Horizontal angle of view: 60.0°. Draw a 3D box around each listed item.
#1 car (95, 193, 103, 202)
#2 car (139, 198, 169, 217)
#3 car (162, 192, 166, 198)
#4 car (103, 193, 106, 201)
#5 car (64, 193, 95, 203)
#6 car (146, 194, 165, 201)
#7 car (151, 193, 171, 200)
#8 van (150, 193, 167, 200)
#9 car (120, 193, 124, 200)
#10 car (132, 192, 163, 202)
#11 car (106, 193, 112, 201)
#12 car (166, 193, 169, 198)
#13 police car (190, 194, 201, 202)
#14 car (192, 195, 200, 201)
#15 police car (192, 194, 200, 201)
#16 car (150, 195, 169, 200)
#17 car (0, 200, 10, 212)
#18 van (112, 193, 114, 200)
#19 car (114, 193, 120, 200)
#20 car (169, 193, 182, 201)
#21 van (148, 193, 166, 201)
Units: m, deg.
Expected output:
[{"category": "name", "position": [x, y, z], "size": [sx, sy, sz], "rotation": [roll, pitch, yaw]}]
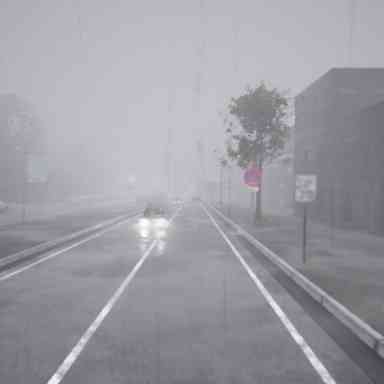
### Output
[{"category": "car", "position": [-21.931, 1.321, 69.525], "size": [5.008, 1.535, 2.097], "rotation": [0, 0, 0]}, {"category": "car", "position": [-3.348, 1.530, 30.484], "size": [1.895, 1.301, 4.718], "rotation": [0, 0, 0]}, {"category": "car", "position": [-8.875, 1.072, 69.513], "size": [5.566, 2.045, 2.435], "rotation": [0, 0, 0]}, {"category": "car", "position": [-21.927, 1.371, 72.311], "size": [4.674, 1.452, 2.002], "rotation": [0, 0, 0]}, {"category": "car", "position": [-21.924, 1.313, 63.956], "size": [5.008, 1.535, 2.097], "rotation": [0, 0, 0]}, {"category": "car", "position": [-8.814, 1.254, 80.723], "size": [4.553, 1.767, 2.185], "rotation": [0, 0, 0]}, {"category": "car", "position": [-8.888, 1.233, 94.742], "size": [5.566, 2.045, 2.435], "rotation": [0, 0, 0]}, {"category": "van", "position": [-8.969, 1.216, 89.135], "size": [4.442, 1.987, 1.878], "rotation": [0, 0, 0]}, {"category": "car", "position": [-21.747, 1.437, 89.017], "size": [5.366, 1.575, 1.946], "rotation": [0, 0, 0]}, {"category": "car", "position": [-8.842, 1.318, 66.712], "size": [4.892, 1.521, 2.231], "rotation": [0, 0, 0]}, {"category": "car", "position": [-21.893, 1.234, 77.881], "size": [4.553, 1.767, 2.185], "rotation": [0, 0, 0]}, {"category": "car", "position": [-8.873, 1.110, 77.923], "size": [5.566, 2.045, 2.435], "rotation": [0, 0, 0]}, {"category": "police car", "position": [0.975, 1.274, 69.383], "size": [1.930, 1.638, 5.238], "rotation": [0, 0, 0]}, {"category": "car", "position": [0.975, 1.411, 79.291], "size": [1.837, 1.490, 4.892], "rotation": [0, 0, 0]}, {"category": "police car", "position": [0.975, 1.376, 85.410], "size": [1.930, 1.638, 5.238], "rotation": [0, 0, 0]}, {"category": "car", "position": [-8.851, 1.463, 91.937], "size": [5.008, 1.535, 2.097], "rotation": [0, 0, 0]}, {"category": "car", "position": [-21.948, 1.407, 35.471], "size": [4.674, 1.452, 2.002], "rotation": [0, 0, 0]}, {"category": "van", "position": [-22.041, 1.151, 80.662], "size": [4.442, 1.987, 1.878], "rotation": [0, 0, 0]}, {"category": "car", "position": [-21.927, 1.459, 86.232], "size": [4.674, 1.452, 2.002], "rotation": [0, 0, 0]}, {"category": "car", "position": [-3.250, 1.362, 72.515], "size": [1.994, 1.385, 4.181], "rotation": [0, 0, 0]}, {"category": "van", "position": [-8.731, 1.174, 83.528], "size": [4.442, 1.987, 1.878], "rotation": [0, 0, 0]}]
